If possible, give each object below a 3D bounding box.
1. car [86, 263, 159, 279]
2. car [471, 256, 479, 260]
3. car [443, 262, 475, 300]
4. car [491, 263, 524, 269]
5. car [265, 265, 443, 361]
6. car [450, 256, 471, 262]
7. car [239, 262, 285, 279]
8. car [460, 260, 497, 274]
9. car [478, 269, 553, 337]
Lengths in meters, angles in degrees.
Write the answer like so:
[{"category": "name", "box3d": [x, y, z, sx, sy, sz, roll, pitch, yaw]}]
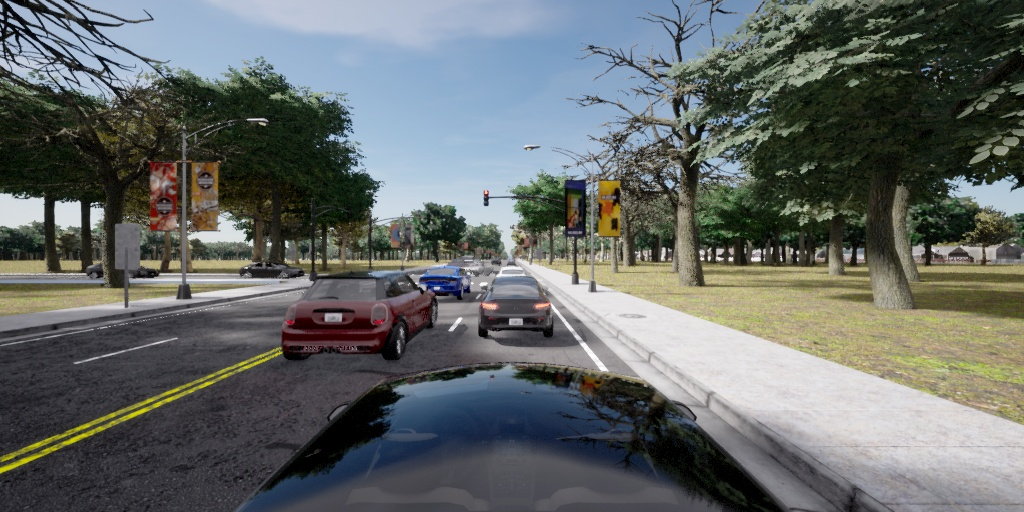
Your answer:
[{"category": "car", "box3d": [-32.467, 1.222, 29.968, 4.892, 1.490, 1.837, 1, 0, 0]}, {"category": "car", "box3d": [-6.692, 0.994, 54.293, 2.150, 2.045, 5.566, 0, 0, -1]}, {"category": "car", "box3d": [-3.179, 1.230, 17.778, 1.882, 1.535, 5.008, 0, 0, 1]}, {"category": "car", "box3d": [0.033, 1.279, 19.257, 1.812, 1.442, 4.674, 0, 0, 0]}, {"category": "car", "box3d": [-3.162, 1.104, 8.449, 2.097, 1.767, 4.553, 0, 0, 0]}, {"category": "car", "box3d": [-6.673, 1.116, 43.611, 2.097, 1.767, 4.553, 0, 0, 0]}, {"category": "car", "box3d": [-20.025, 1.243, 30.004, 4.892, 1.490, 1.837, 0, 0, 0]}, {"category": "car", "box3d": [-3.468, 1.361, 37.692, 1.895, 1.301, 4.718, 0, 0, 16]}, {"category": "car", "box3d": [0.086, 1.276, 10.154, 1.812, 1.442, 4.674, 0, 0, 0]}]
